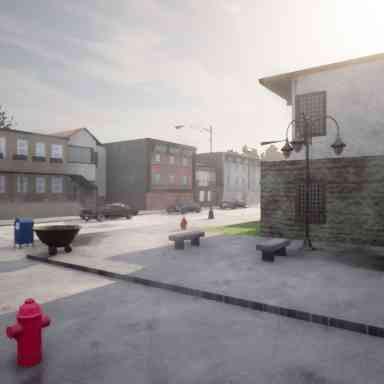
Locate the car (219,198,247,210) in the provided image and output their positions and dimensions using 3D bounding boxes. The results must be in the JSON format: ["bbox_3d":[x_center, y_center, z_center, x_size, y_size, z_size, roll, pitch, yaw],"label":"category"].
[{"bbox_3d":[5.335,1.492,43.130,2.128,1.511,4.902,0,0,36],"label":"car"}]

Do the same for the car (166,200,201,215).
[{"bbox_3d":[-0.806,1.564,34.550,1.994,1.385,4.181,0,0,35],"label":"car"}]

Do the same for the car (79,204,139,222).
[{"bbox_3d":[-6.554,1.601,26.478,1.895,1.301,4.718,0,0,35],"label":"car"}]
